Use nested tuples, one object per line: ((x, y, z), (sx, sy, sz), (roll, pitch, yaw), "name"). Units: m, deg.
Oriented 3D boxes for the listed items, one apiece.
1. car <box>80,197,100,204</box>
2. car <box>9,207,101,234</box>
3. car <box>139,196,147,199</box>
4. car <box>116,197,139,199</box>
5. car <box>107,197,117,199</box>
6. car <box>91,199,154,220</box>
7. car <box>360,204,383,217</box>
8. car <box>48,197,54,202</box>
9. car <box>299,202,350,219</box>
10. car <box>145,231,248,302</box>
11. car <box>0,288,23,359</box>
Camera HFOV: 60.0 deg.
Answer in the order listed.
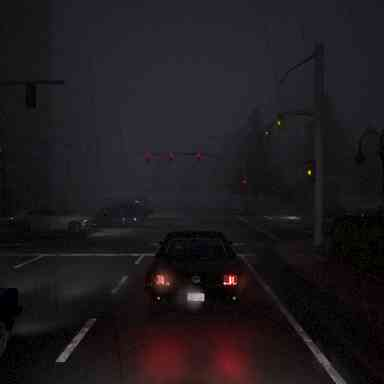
((-19.036, 1.601, 62.349), (4.718, 1.301, 1.895), (0, 0, 45), "car")
((-7.912, 1.574, 19.002), (4.674, 1.442, 1.812), (0, 0, 0), "car")
((-8.526, 1.505, 54.304), (1.837, 1.490, 4.892), (1, 0, -27), "car")
((-8.889, 1.526, 45.539), (1.812, 1.442, 4.674), (0, 0, -18), "car")
((-12.546, 1.478, 53.919), (1.882, 1.535, 5.008), (0, 0, -31), "car")
((-5.633, 1.581, 28.594), (2.033, 1.411, 5.357), (0, 0, 33), "car")
((15.763, 1.560, 26.021), (4.892, 1.490, 1.837), (0, 0, 0), "car")
((-31.599, 1.414, 70.694), (4.674, 1.442, 1.812), (0, 0, 24), "car")
((11.725, 1.619, 29.563), (4.181, 1.385, 1.994), (0, 0, 1), "car")
((0.091, 1.601, 8.193), (1.895, 1.301, 4.718), (0, 0, 0), "car")
((-3.429, 1.601, 2.769), (1.895, 1.301, 4.718), (0, 0, 0), "car")
